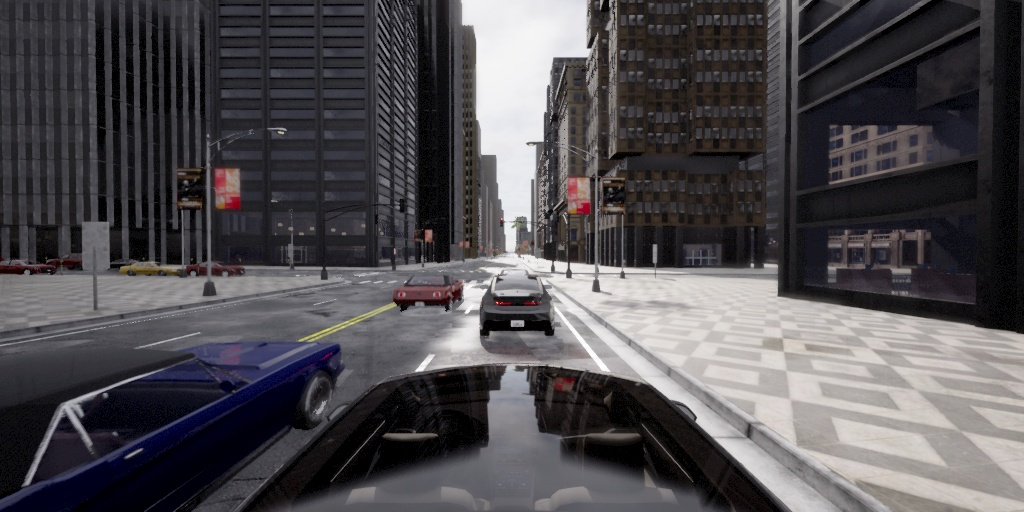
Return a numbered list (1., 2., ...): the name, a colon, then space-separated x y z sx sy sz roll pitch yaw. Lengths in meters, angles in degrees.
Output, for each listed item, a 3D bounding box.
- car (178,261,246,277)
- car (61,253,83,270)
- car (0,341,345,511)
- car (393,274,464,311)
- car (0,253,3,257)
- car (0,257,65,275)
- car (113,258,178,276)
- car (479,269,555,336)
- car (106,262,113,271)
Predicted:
1. car: -25.962 1.150 31.482 4.507 1.381 1.888 0 0 0
2. car: -48.488 0.625 39.930 5.009 1.841 2.192 0 0 0
3. car: -3.144 1.351 2.648 1.895 1.301 4.718 0 0 0
4. car: -3.121 1.347 14.407 1.895 1.301 4.718 0 0 0
5. car: -48.462 0.727 31.405 5.009 1.841 2.192 0 0 0
6. car: -42.836 1.008 31.424 4.507 1.381 1.888 0 0 0
7. car: -31.417 1.085 31.463 4.829 1.417 1.751 0 0 0
8. car: 0.123 1.253 10.362 1.837 1.490 4.892 0 0 0
9. car: -42.863 0.926 39.949 4.313 1.339 1.948 0 0 0
